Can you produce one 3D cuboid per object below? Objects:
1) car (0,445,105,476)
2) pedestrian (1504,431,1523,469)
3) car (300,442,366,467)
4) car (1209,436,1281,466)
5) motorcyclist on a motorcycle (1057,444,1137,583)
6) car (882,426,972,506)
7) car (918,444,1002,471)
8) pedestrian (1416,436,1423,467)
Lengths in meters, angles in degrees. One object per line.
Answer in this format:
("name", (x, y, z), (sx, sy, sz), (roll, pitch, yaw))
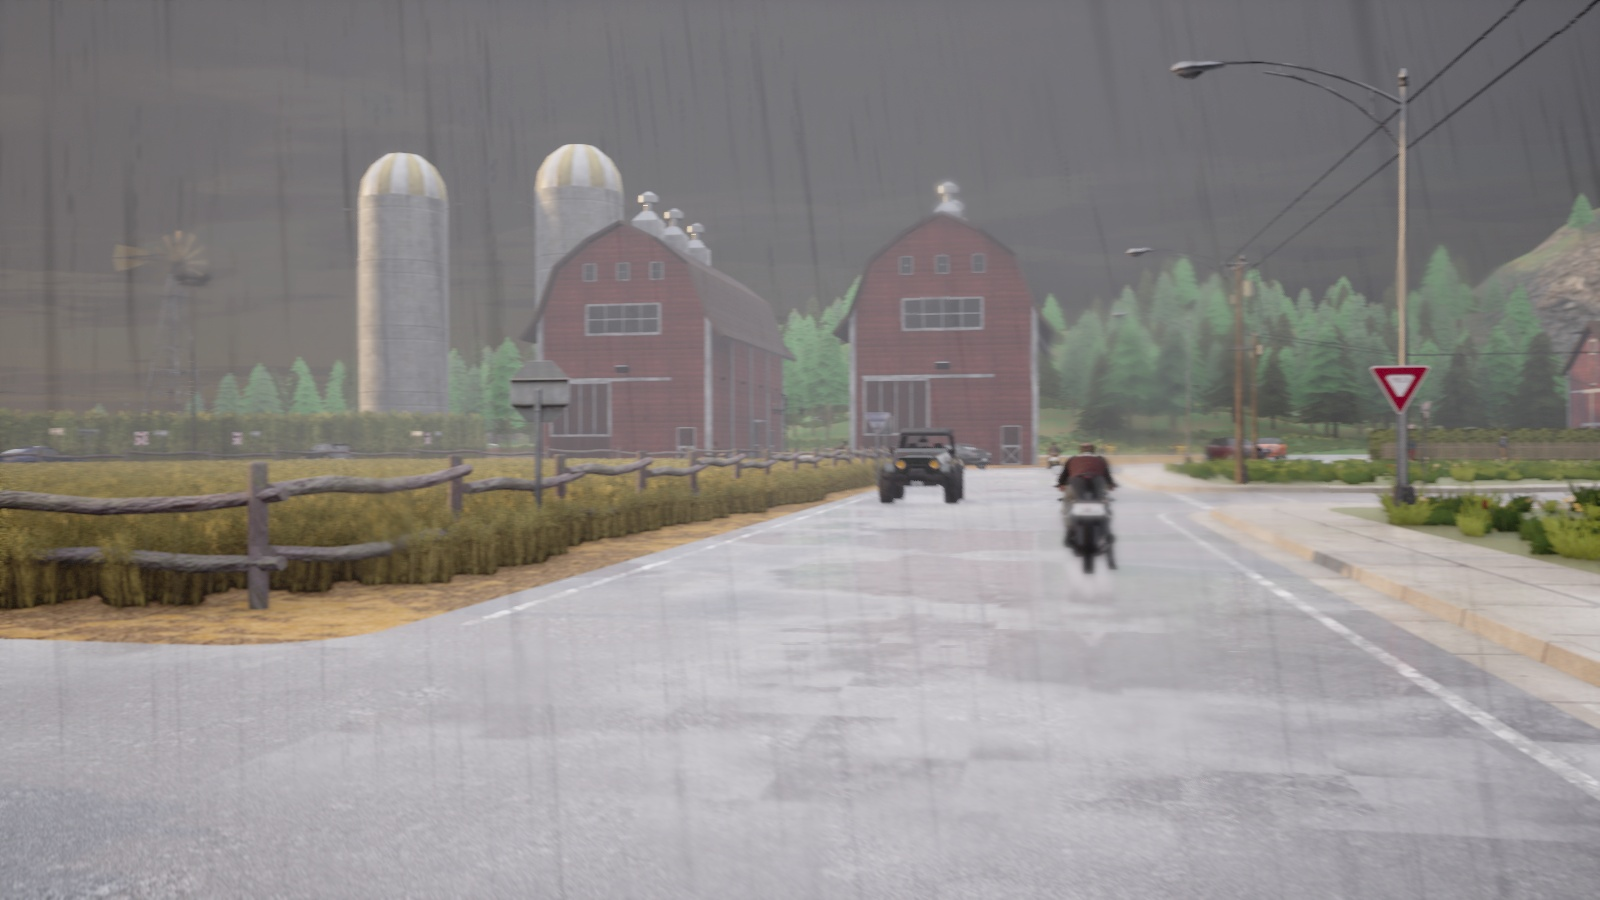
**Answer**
("car", (-37.104, 0.495, 62.130), (1.812, 1.442, 4.674), (0, 0, 20))
("pedestrian", (36.643, -0.004, 64.476), (0.788, 1.949, 0.423), (0, 0, 17))
("car", (-31.519, 0.268, 84.712), (4.856, 1.649, 2.033), (0, 0, 39))
("car", (27.051, 0.065, 76.490), (2.097, 1.767, 4.553), (0, 0, -11))
("motorcyclist on a motorcycle", (3.533, 0.695, 15.026), (0.866, 1.530, 2.191), (0, 0, 12))
("car", (3.276, 0.366, 31.675), (1.905, 1.878, 3.866), (0, 0, 11))
("car", (8.734, 0.379, 68.987), (1.812, 1.442, 4.674), (0, 0, -38))
("pedestrian", (36.830, 0.070, 74.630), (0.353, 1.847, 0.614), (0, 0, 29))
